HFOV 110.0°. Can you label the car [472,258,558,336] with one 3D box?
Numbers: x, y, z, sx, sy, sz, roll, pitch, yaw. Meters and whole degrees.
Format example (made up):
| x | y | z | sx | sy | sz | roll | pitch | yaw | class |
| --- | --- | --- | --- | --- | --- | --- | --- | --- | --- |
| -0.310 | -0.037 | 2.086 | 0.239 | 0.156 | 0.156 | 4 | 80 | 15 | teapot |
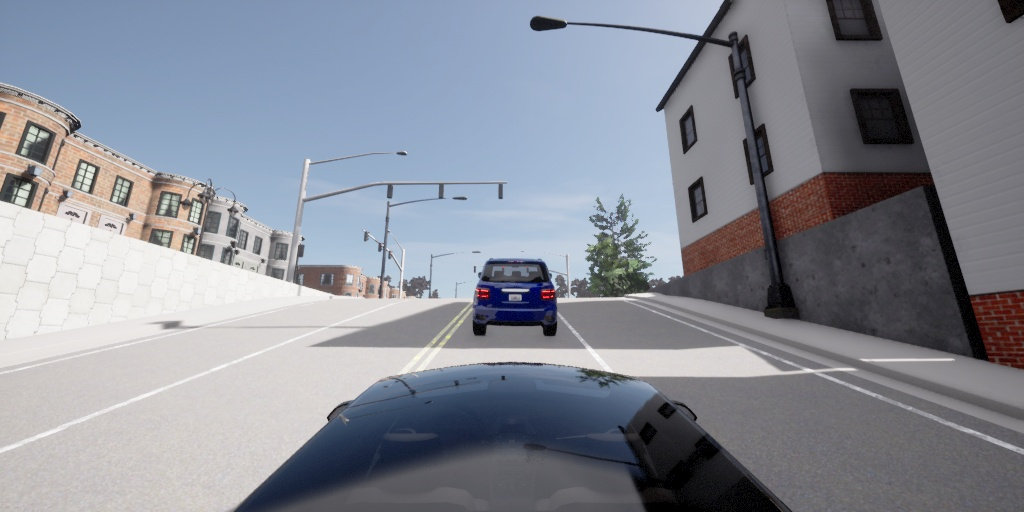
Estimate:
| x | y | z | sx | sy | sz | roll | pitch | yaw | class |
| --- | --- | --- | --- | --- | --- | --- | --- | --- | --- |
| 0.089 | 1.096 | 11.008 | 2.150 | 2.045 | 5.566 | 1 | -1 | 0 | car |
